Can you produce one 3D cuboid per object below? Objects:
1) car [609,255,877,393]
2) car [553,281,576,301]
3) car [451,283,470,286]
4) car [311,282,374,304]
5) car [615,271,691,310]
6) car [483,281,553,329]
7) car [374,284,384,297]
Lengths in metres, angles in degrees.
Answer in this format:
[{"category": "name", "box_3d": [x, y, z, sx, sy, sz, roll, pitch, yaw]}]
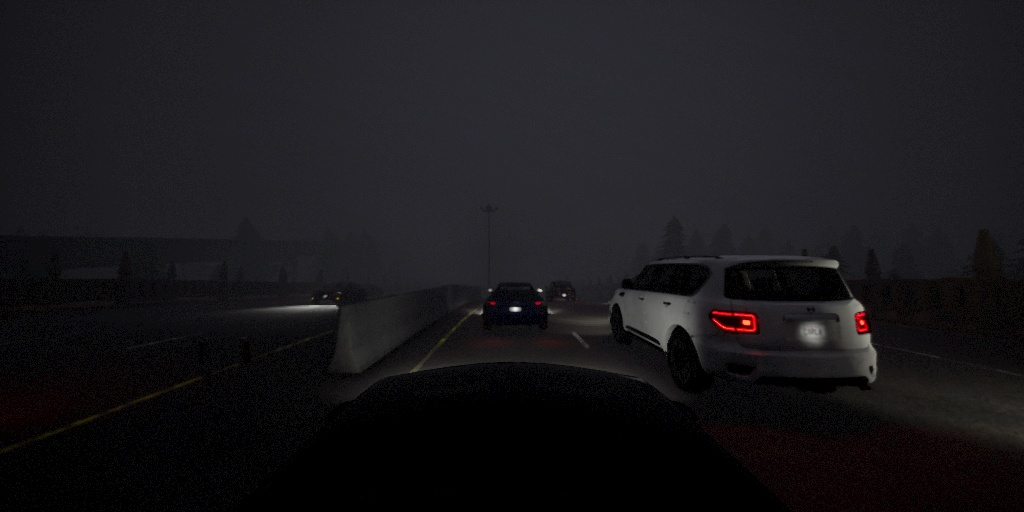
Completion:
[{"category": "car", "box_3d": [3.598, 1.046, 6.978, 2.150, 2.045, 5.566, 0, -1, 0]}, {"category": "car", "box_3d": [3.593, 2.641, 27.101, 1.837, 1.490, 4.892, 0, -5, 0]}, {"category": "car", "box_3d": [-7.025, 4.749, 52.054, 2.097, 1.767, 4.553, 0, -5, 0]}, {"category": "car", "box_3d": [-10.596, 2.271, 22.323, 1.994, 1.385, 4.181, 0, -5, 0]}, {"category": "car", "box_3d": [7.096, 1.756, 18.662, 2.097, 1.767, 4.553, 0, -4, 0]}, {"category": "car", "box_3d": [0.097, 1.581, 12.239, 1.994, 1.385, 4.181, 0, -3, 0]}, {"category": "car", "box_3d": [-14.051, 3.362, 34.569, 2.033, 1.411, 5.357, 0, -5, 1]}]
